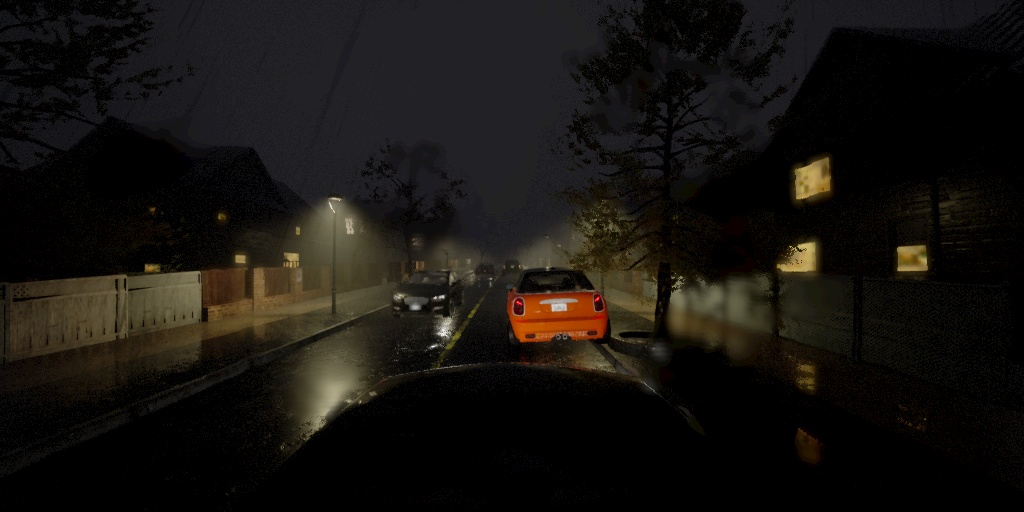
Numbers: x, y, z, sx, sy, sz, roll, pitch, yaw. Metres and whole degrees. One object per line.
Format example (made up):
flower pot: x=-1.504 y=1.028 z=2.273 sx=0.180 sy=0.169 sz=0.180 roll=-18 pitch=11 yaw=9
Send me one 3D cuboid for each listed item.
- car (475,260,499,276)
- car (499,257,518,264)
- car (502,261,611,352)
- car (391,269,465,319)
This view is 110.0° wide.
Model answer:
car: x=-2.788 y=1.376 z=38.196 sx=1.994 sy=1.385 sz=4.181 roll=0 pitch=0 yaw=0
car: x=0.041 y=1.164 z=37.951 sx=2.097 sy=1.767 sz=4.553 roll=0 pitch=0 yaw=0
car: x=0.916 y=1.060 z=9.121 sx=2.097 sy=1.767 sz=4.553 roll=-3 pitch=-1 yaw=0
car: x=-2.860 y=1.256 z=13.061 sx=2.128 sy=1.511 sz=4.902 roll=0 pitch=0 yaw=0
